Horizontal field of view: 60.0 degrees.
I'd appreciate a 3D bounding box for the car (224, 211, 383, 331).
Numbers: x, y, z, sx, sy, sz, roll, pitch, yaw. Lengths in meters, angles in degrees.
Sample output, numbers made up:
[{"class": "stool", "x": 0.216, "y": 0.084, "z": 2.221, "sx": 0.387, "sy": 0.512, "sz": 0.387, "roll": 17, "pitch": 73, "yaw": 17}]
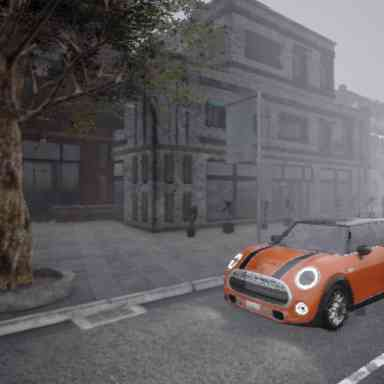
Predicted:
[{"class": "car", "x": 2.815, "y": 1.340, "z": 6.972, "sx": 4.553, "sy": 1.767, "sz": 2.097, "roll": 0, "pitch": 0, "yaw": -37}]
